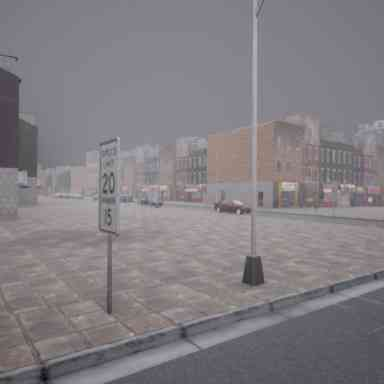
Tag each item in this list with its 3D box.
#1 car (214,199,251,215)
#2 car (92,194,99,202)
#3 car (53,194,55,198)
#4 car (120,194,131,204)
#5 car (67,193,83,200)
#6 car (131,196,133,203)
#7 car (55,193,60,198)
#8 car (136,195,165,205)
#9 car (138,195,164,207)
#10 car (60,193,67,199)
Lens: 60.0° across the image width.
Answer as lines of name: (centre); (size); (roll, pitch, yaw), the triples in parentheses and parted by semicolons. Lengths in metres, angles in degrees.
car: (3.947, 1.365, 30.943); (1.887, 1.381, 4.507); (1, 0, -35)
car: (-16.142, 1.016, 58.611); (1.837, 1.490, 4.892); (1, 0, -35)
car: (-34.080, 0.841, 84.586); (1.752, 1.417, 4.829); (1, 0, -35)
car: (-12.089, 1.044, 52.903); (1.882, 1.535, 5.008); (1, 0, -35)
car: (-24.647, 0.962, 71.279); (2.008, 1.369, 4.403); (1, 0, -35)
car: (-11.904, 1.070, 57.854); (1.837, 1.490, 4.892); (1, 0, -35)
car: (-31.002, 0.890, 80.243); (1.887, 1.381, 4.507); (1, 0, -35)
car: (-6.244, 1.192, 49.951); (2.033, 1.411, 5.357); (1, 0, -35)
car: (-5.584, 1.227, 44.388); (1.947, 1.339, 4.313); (1, 0, -35)
car: (-27.824, 0.922, 75.761); (1.887, 1.381, 4.507); (1, 0, -35)
